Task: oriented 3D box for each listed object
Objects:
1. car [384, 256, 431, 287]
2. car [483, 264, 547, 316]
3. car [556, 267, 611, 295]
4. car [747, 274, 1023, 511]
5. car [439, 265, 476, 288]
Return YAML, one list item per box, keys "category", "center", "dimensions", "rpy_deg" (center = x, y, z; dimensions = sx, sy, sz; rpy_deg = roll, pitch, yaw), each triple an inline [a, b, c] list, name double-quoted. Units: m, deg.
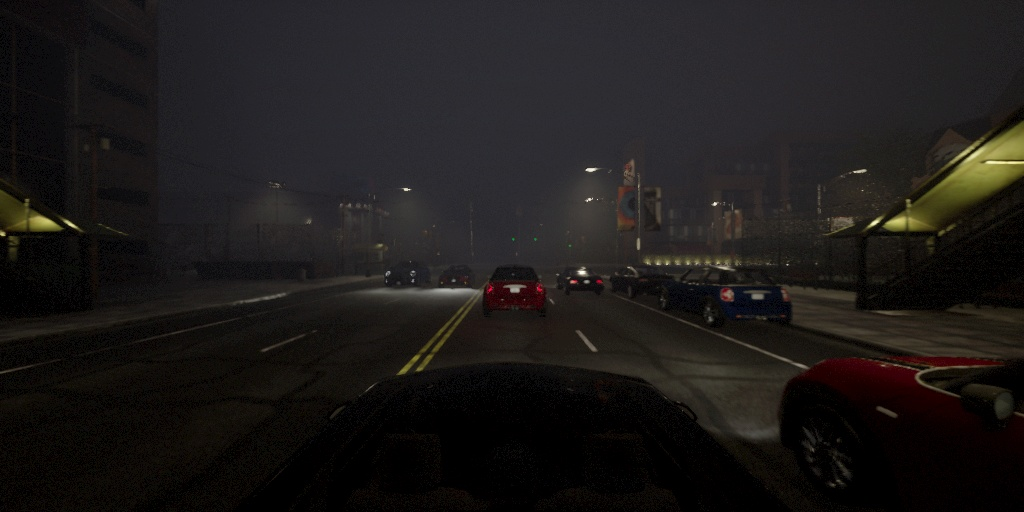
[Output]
- category: "car"
  center: [-7.017, 1.099, 24.478]
  dimensions: [2.097, 1.767, 4.553]
  rpy_deg: [0, 0, 0]
- category: "car"
  center: [0.094, 1.101, 13.447]
  dimensions: [2.097, 1.767, 4.553]
  rpy_deg: [0, 0, 0]
- category: "car"
  center: [3.592, 1.294, 19.718]
  dimensions: [2.033, 1.411, 5.357]
  rpy_deg: [0, 0, 0]
- category: "car"
  center: [3.591, 1.100, 1.544]
  dimensions: [2.097, 1.767, 4.553]
  rpy_deg: [0, 0, 0]
- category: "car"
  center: [-3.523, 1.312, 23.680]
  dimensions: [1.994, 1.385, 4.181]
  rpy_deg: [0, 0, 0]
